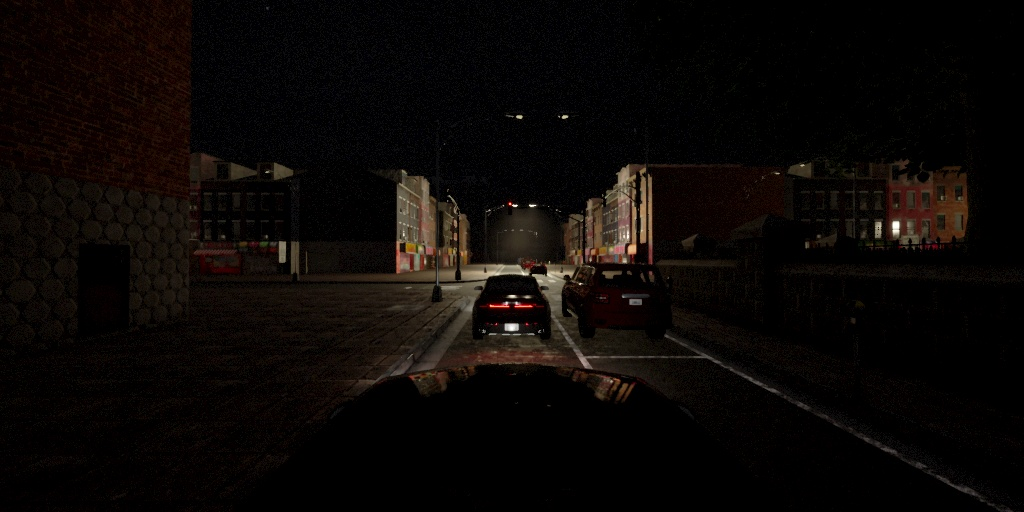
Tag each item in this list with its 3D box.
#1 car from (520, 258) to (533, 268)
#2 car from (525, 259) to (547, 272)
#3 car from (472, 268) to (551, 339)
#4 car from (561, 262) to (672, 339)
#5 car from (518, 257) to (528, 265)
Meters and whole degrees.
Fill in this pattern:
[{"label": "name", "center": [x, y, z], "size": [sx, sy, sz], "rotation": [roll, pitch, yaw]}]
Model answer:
[{"label": "car", "center": [2.565, 1.373, 52.784], "size": [1.888, 1.381, 4.507], "rotation": [0, 0, 0]}, {"label": "car", "center": [2.589, 1.334, 36.472], "size": [1.888, 1.381, 4.507], "rotation": [0, 0, 0]}, {"label": "car", "center": [-0.011, 1.258, 10.001], "size": [1.837, 1.490, 4.892], "rotation": [0, 0, 0]}, {"label": "car", "center": [2.626, 1.068, 10.043], "size": [2.192, 1.841, 5.009], "rotation": [0, 0, 0]}, {"label": "car", "center": [2.557, 1.158, 58.221], "size": [2.192, 1.841, 5.009], "rotation": [0, 0, 0]}]
